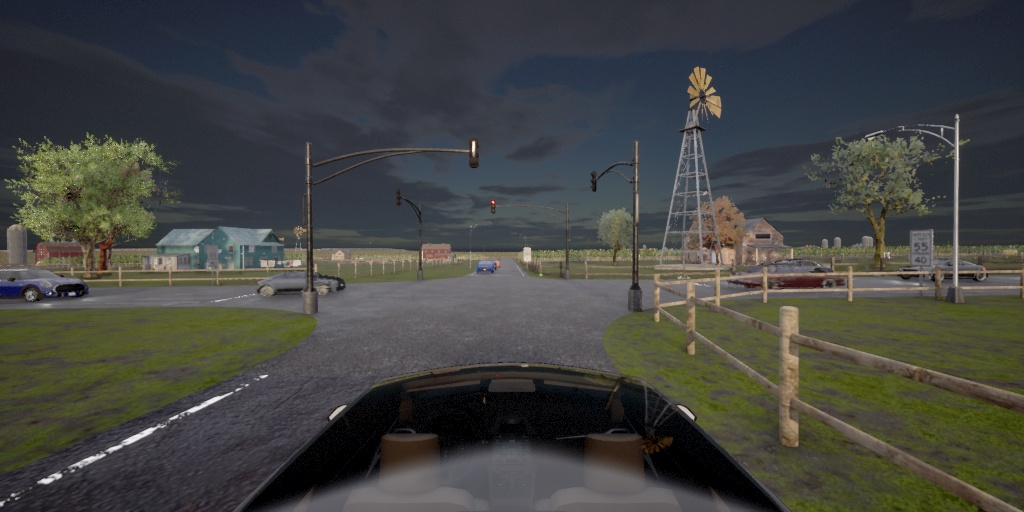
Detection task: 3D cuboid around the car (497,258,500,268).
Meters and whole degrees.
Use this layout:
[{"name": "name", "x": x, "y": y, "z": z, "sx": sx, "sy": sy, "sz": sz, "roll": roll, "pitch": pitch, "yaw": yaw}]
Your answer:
[{"name": "car", "x": -3.121, "y": 1.311, "z": 51.901, "sx": 2.033, "sy": 1.411, "sz": 5.357, "roll": 0, "pitch": 0, "yaw": -1}]

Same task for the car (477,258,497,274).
[{"name": "car", "x": -3.050, "y": 1.237, "z": 41.997, "sx": 1.882, "sy": 1.535, "sz": 5.008, "roll": 0, "pitch": 0, "yaw": -1}]

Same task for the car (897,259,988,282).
[{"name": "car", "x": 27.543, "y": 0.892, "z": 23.042, "sx": 4.181, "sy": 1.385, "sz": 1.994, "roll": -1, "pitch": 1, "yaw": 0}]

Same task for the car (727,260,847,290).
[{"name": "car", "x": 14.640, "y": 1.116, "z": 19.285, "sx": 5.357, "sy": 1.411, "sz": 2.033, "roll": -1, "pitch": 1, "yaw": 0}]

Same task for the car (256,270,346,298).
[{"name": "car", "x": -11.543, "y": 1.475, "z": 19.802, "sx": 4.181, "sy": 1.385, "sz": 1.994, "roll": -1, "pitch": 1, "yaw": -10}]

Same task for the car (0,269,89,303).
[{"name": "car", "x": -25.689, "y": 1.467, "z": 19.091, "sx": 4.553, "sy": 1.767, "sz": 2.097, "roll": -1, "pitch": 1, "yaw": 0}]

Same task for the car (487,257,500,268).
[{"name": "car", "x": -3.168, "y": 1.120, "z": 61.934, "sx": 2.097, "sy": 1.767, "sz": 4.553, "roll": 0, "pitch": 0, "yaw": 0}]
